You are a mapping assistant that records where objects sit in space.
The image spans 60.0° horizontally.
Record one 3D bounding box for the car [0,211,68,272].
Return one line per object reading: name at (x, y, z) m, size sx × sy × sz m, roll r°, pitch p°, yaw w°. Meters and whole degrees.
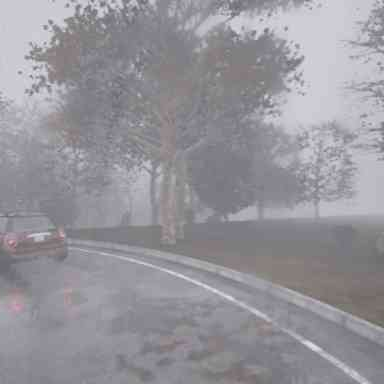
car at (-6.296, 1.490, 11.605) m, size 4.553 × 1.767 × 2.097 m, roll -1°, pitch 0°, yaw 41°
